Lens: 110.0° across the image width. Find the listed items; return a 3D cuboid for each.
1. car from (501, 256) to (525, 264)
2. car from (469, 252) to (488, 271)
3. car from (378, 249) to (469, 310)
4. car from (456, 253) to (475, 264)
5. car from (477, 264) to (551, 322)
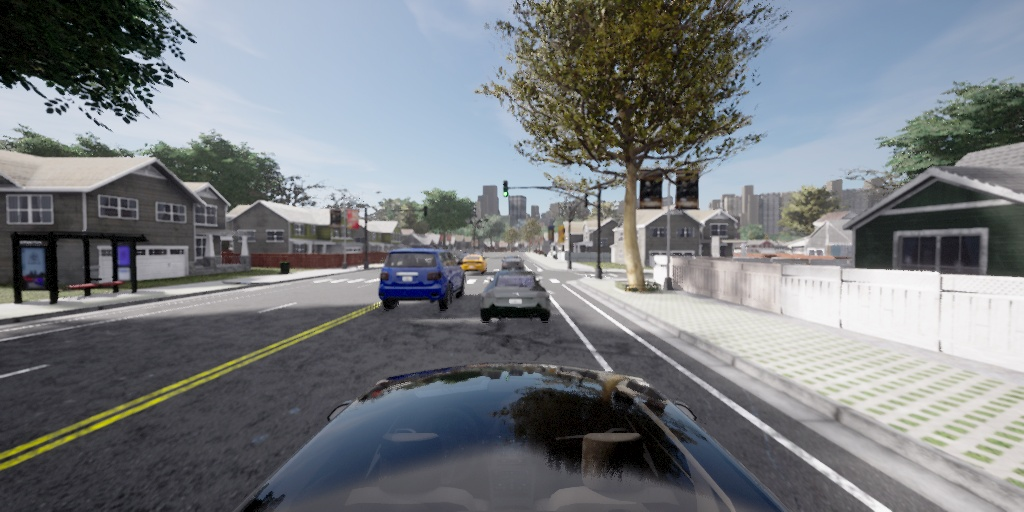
[{"bbox_3d":[0.086,0.731,29.658,1.812,1.442,4.674,0,1,0],"label":"car"},{"bbox_3d":[-3.163,0.663,30.641,1.882,1.535,5.008,0,1,0],"label":"car"},{"bbox_3d":[-3.162,0.742,13.583,2.150,2.045,5.566,0,1,0],"label":"car"},{"bbox_3d":[-6.598,0.307,51.584,2.033,1.411,5.357,0,1,0],"label":"car"},{"bbox_3d":[0.090,1.126,11.429,1.994,1.385,4.181,0,1,0],"label":"car"}]
